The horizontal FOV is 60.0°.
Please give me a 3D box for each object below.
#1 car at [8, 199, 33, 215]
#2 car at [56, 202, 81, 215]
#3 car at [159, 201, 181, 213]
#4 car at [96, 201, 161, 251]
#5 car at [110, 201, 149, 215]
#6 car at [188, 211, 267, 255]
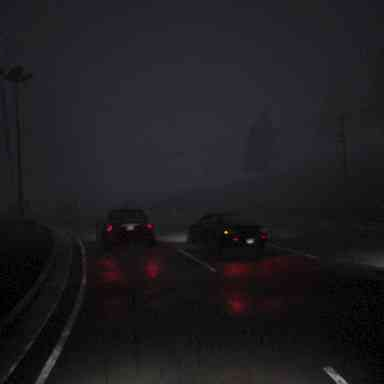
[{"bbox_3d":[-24.427,2.093,47.282,2.150,2.045,5.566,-2,0,-41],"label":"car"},{"bbox_3d":[-15.764,2.035,42.456,2.128,1.511,4.902,-2,0,-40],"label":"car"},{"bbox_3d":[-3.238,1.667,37.793,1.895,1.301,4.718,-2,0,-35],"label":"car"},{"bbox_3d":[-3.147,1.450,15.010,2.097,1.767,4.553,-2,0,-20],"label":"car"},{"bbox_3d":[-7.074,1.763,37.346,2.033,1.411,5.357,-2,0,-38],"label":"car"},{"bbox_3d":[1.224,1.457,13.124,1.812,1.442,4.674,-2,0,-18],"label":"car"}]
